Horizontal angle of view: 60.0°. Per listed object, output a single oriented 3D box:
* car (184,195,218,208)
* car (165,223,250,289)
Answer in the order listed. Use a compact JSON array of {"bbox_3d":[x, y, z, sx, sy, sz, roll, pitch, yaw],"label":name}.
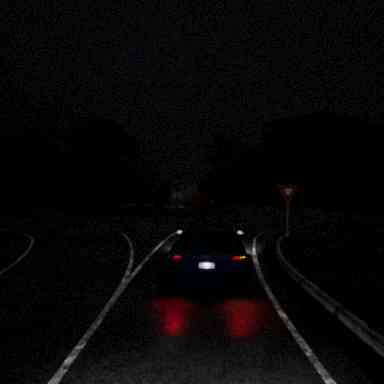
[{"bbox_3d":[1.166,1.217,44.978,4.553,1.767,2.097,-1,2,26],"label":"car"},{"bbox_3d":[0.476,1.545,9.149,1.994,1.385,4.181,0,0,4],"label":"car"}]
